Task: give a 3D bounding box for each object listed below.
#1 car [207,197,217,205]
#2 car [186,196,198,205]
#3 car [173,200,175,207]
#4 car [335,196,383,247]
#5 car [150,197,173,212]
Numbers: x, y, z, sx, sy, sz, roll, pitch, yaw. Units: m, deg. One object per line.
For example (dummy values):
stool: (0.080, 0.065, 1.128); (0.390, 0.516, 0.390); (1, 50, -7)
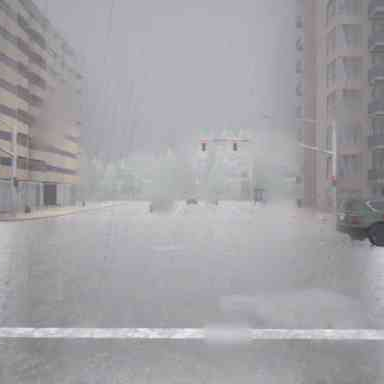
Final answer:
car: (3.720, 1.547, 60.779); (2.033, 1.411, 5.357); (0, 0, 4)
car: (-0.024, 1.526, 60.009); (1.812, 1.442, 4.674); (0, 0, 0)
car: (-3.606, 1.505, 48.061); (1.837, 1.490, 4.892); (0, 0, 0)
car: (9.232, 1.221, 14.539); (5.566, 2.045, 2.150); (0, 0, 1)
car: (-3.614, 1.352, 38.279); (2.097, 1.767, 4.553); (0, 0, 0)
